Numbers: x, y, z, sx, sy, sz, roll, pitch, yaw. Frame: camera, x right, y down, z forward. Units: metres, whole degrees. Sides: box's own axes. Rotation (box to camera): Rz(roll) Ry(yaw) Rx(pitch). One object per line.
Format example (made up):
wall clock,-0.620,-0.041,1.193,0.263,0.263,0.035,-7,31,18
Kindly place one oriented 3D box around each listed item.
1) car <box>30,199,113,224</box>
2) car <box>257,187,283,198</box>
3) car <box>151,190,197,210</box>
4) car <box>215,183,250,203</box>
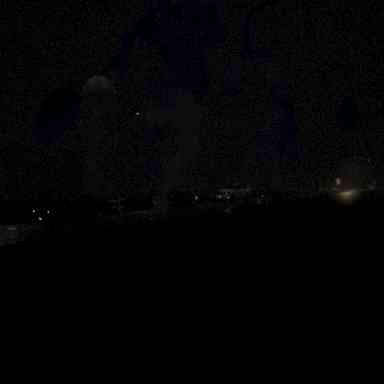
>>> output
car,-7.181,1.092,20.227,1.895,1.301,4.718,-1,1,34
car,10.665,0.045,45.194,2.033,1.411,5.357,-1,1,36
car,-1.419,0.659,28.364,1.837,1.490,4.892,-1,1,36
car,4.441,0.048,36.558,2.150,2.045,5.566,-1,1,36
